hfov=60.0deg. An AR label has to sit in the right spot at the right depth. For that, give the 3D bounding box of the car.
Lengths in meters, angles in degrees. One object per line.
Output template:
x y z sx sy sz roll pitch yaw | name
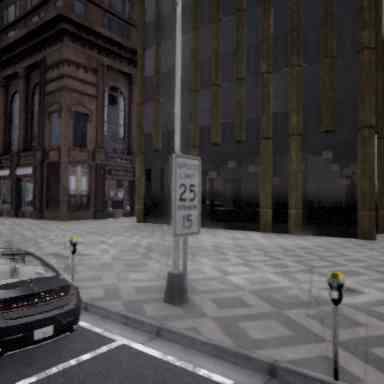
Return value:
-3.700 1.647 5.765 4.403 1.369 2.008 0 -2 38 | car
